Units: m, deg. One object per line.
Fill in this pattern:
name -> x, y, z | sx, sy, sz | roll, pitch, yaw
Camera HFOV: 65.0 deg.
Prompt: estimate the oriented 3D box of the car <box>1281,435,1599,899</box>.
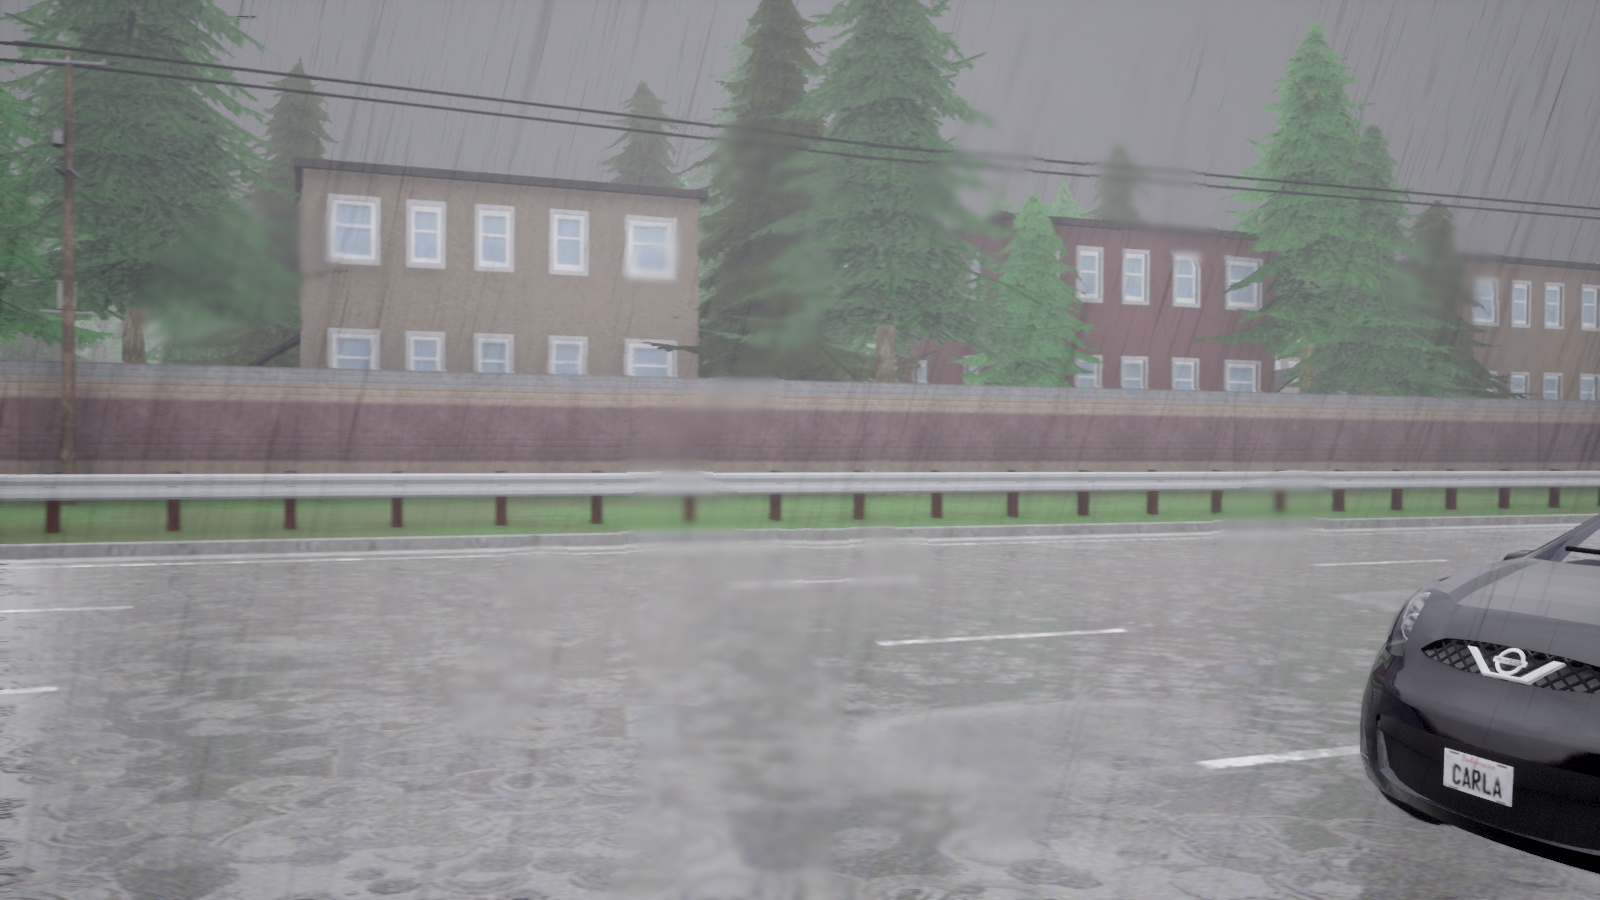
car -> 3.922, 0.693, 4.728 | 3.633, 1.501, 1.845 | -1, 1, -21
